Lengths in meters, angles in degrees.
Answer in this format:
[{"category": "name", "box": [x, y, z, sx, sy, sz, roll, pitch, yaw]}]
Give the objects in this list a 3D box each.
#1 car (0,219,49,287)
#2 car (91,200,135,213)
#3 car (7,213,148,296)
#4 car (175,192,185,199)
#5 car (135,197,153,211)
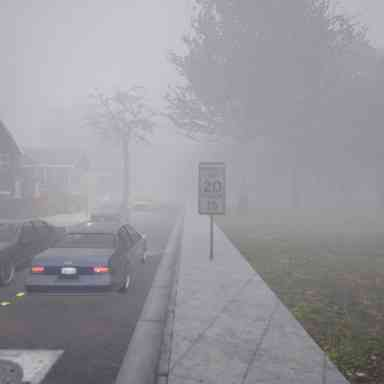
[{"category": "car", "box": [-5.200, 1.490, 9.415, 2.033, 1.411, 5.357, 0, 0, -1]}, {"category": "car", "box": [-5.370, 1.375, 22.338, 1.882, 1.535, 5.008, 0, 1, -1]}, {"category": "car", "box": [-2.340, 1.512, 8.732, 2.033, 1.411, 5.357, 0, 0, -1]}, {"category": "car", "box": [-3.472, 0.941, 92.678, 2.150, 2.045, 5.566, 0, 0, -1]}, {"category": "car", "box": [-5.537, 1.323, 37.696, 1.882, 1.535, 5.008, 0, 0, 0]}]
